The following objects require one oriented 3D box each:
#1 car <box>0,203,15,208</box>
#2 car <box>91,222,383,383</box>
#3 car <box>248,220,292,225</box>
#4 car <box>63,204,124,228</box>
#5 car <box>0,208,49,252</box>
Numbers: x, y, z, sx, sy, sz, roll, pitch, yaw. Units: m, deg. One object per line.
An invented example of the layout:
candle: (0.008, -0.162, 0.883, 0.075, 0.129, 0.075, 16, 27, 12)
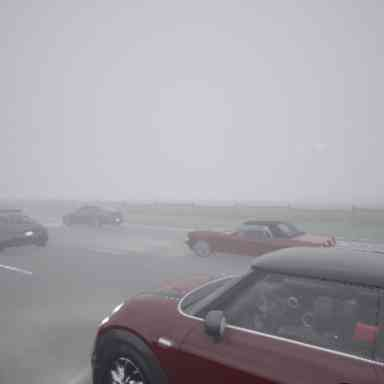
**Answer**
car: (-13.117, 1.474, 21.949, 5.008, 1.535, 1.882, 0, 0, 36)
car: (1.110, 1.353, 3.201, 4.553, 1.767, 2.097, 0, 0, 36)
car: (2.103, 1.600, 11.093, 4.718, 1.301, 1.895, 0, 0, 36)
car: (-6.360, 1.523, 21.428, 4.674, 1.442, 1.812, 0, 0, 35)
car: (-7.868, 1.562, 13.904, 4.181, 1.385, 1.994, 0, 0, 36)
